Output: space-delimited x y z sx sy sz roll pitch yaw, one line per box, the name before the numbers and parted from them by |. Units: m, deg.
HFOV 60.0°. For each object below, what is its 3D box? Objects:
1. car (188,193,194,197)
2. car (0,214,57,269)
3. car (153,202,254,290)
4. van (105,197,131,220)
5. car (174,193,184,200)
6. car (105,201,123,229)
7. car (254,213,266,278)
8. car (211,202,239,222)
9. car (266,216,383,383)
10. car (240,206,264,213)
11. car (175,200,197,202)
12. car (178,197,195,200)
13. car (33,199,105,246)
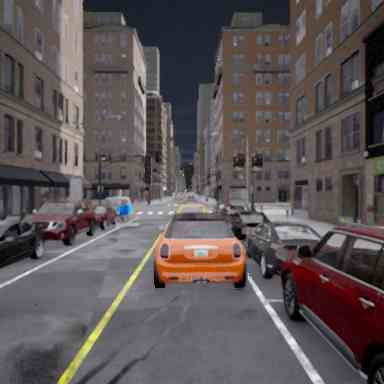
car | -0.241 1.348 92.169 2.128 1.511 4.902 0 0 -1
car | -5.888 1.548 9.771 1.947 1.339 4.313 0 0 0
car | 0.111 1.333 9.264 2.097 1.767 4.553 0 0 -2
van | -5.944 1.289 26.528 1.690 1.788 3.998 0 0 0
car | -3.143 1.203 80.921 2.097 1.767 4.553 0 0 -1
car | -5.926 1.504 20.943 1.887 1.381 4.507 0 0 0
car | 2.637 1.531 9.805 2.008 1.369 4.403 0 0 0
car | 2.580 1.528 26.559 1.802 1.307 4.206 0 0 0
car | 2.657 1.306 4.219 2.192 1.841 5.009 0 0 0
car | 2.618 1.534 15.389 1.947 1.339 4.313 0 0 0
car | 0.030 1.439 19.239 1.882 1.535 5.008 0 0 0
car | -0.126 1.485 30.923 2.033 1.411 5.357 0 0 -2
car | -5.906 1.286 15.355 2.192 1.841 5.009 0 0 0
